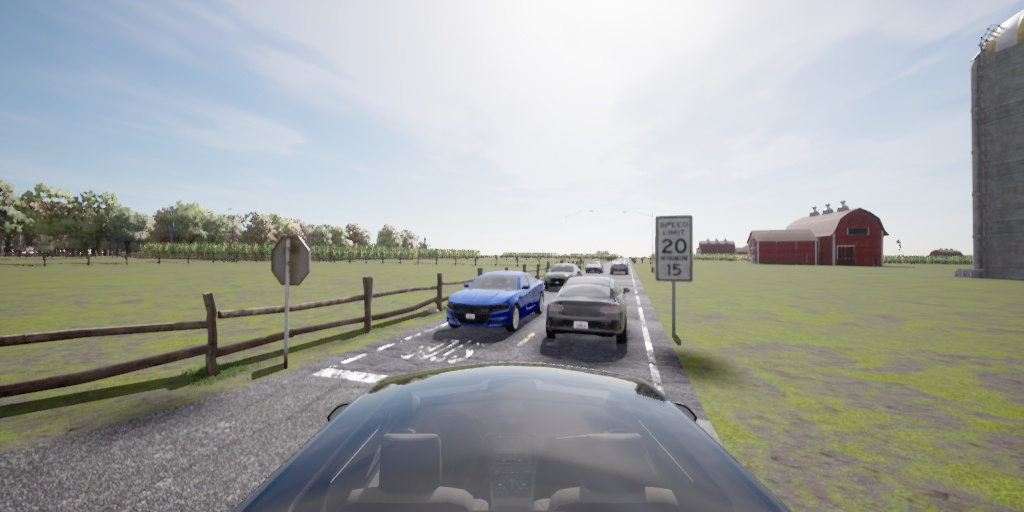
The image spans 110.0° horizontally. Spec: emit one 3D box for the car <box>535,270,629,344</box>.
[{"bbox_3d":[2.139,1.273,9.666,1.812,1.442,4.674,0,0,18],"label":"car"}]

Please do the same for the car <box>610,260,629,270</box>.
[{"bbox_3d":[12.156,1.231,40.515,2.128,1.511,4.902,0,0,18],"label":"car"}]

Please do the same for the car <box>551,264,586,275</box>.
[{"bbox_3d":[3.274,1.249,22.460,1.837,1.490,4.892,0,0,18],"label":"car"}]

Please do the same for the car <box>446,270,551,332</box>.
[{"bbox_3d":[-0.294,1.225,11.272,1.882,1.535,5.008,0,0,17],"label":"car"}]

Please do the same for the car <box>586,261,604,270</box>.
[{"bbox_3d":[9.845,1.285,42.559,2.033,1.411,5.357,0,0,18],"label":"car"}]
